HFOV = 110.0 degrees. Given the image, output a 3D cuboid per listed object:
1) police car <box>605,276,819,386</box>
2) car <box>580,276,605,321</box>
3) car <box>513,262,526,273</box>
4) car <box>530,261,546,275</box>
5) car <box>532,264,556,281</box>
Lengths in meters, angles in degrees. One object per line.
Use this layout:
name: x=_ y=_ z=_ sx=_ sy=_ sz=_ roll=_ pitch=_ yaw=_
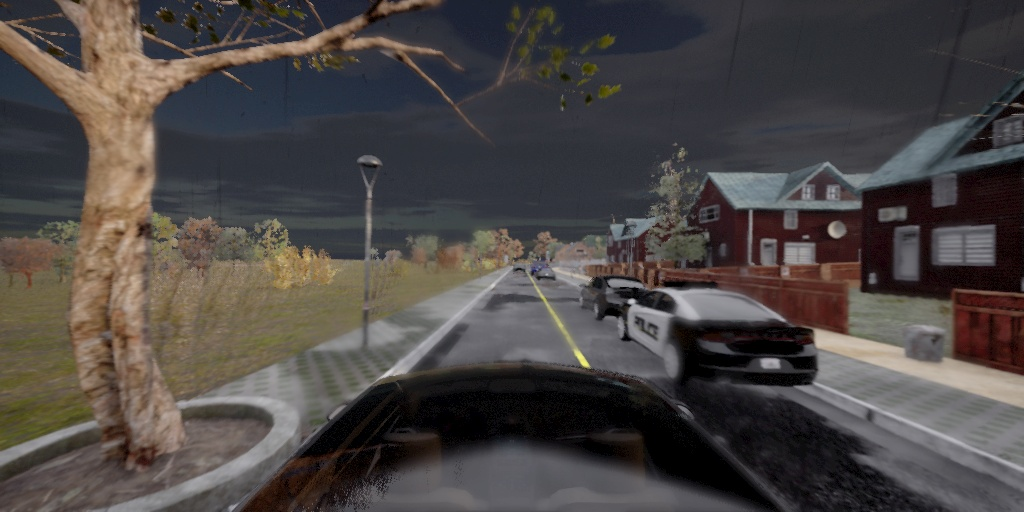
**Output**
police car: x=3.632 y=1.314 z=7.539 sx=1.930 sy=1.638 sz=5.238 roll=1 pitch=-1 yaw=1
car: x=3.761 y=1.470 z=13.426 sx=1.837 sy=1.490 sz=4.892 roll=1 pitch=-1 yaw=1
car: x=1.225 y=1.888 z=60.394 sx=2.097 sy=1.767 sz=4.553 roll=1 pitch=-1 yaw=1
car: x=3.761 y=1.670 z=50.589 sx=2.150 sy=2.045 sz=5.566 roll=1 pitch=-1 yaw=1
car: x=3.544 y=1.841 z=38.000 sx=1.994 sy=1.385 sz=4.181 roll=1 pitch=-1 yaw=1
